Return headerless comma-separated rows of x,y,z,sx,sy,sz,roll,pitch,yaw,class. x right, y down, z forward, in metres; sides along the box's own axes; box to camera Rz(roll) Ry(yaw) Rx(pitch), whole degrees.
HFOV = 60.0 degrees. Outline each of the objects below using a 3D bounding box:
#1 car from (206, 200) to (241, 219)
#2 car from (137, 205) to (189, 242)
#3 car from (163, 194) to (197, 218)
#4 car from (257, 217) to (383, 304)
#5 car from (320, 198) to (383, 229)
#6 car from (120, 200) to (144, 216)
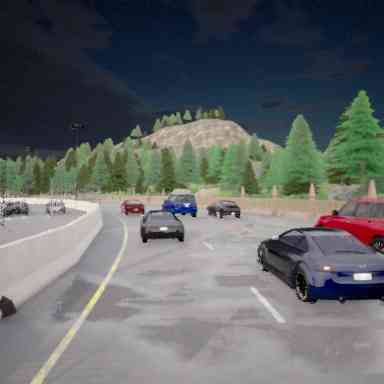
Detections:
2.671,1.500,29.223,1.837,1.490,4.892,0,0,-16,car
-1.570,1.573,16.491,1.994,1.385,4.181,0,0,-10,car
-1.179,1.232,30.104,2.150,2.045,5.566,0,0,-17,car
3.031,1.554,8.225,1.994,1.385,4.181,0,0,-5,car
6.295,1.199,11.236,2.150,2.045,5.566,0,0,-6,car
-6.076,1.507,33.651,1.882,1.535,5.008,0,0,-19,car
